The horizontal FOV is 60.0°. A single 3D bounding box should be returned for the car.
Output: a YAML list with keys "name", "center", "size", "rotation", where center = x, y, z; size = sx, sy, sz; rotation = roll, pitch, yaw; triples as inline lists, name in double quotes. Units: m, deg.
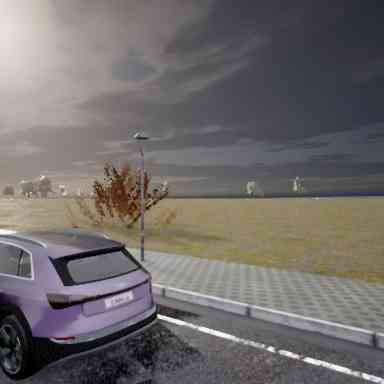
- name: "car"
  center: [-2.746, 1.431, 5.545]
  size: [4.856, 1.649, 2.033]
  rotation: [0, 0, 36]
